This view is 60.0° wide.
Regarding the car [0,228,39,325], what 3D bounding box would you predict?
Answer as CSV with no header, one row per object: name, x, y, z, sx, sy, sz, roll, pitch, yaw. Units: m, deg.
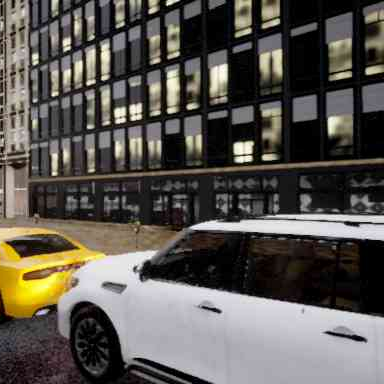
car,-4.003,1.521,7.265,5.008,1.535,1.882,0,0,36

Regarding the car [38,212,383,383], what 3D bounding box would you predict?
car,0.832,1.254,3.765,5.566,2.045,2.150,0,0,36
